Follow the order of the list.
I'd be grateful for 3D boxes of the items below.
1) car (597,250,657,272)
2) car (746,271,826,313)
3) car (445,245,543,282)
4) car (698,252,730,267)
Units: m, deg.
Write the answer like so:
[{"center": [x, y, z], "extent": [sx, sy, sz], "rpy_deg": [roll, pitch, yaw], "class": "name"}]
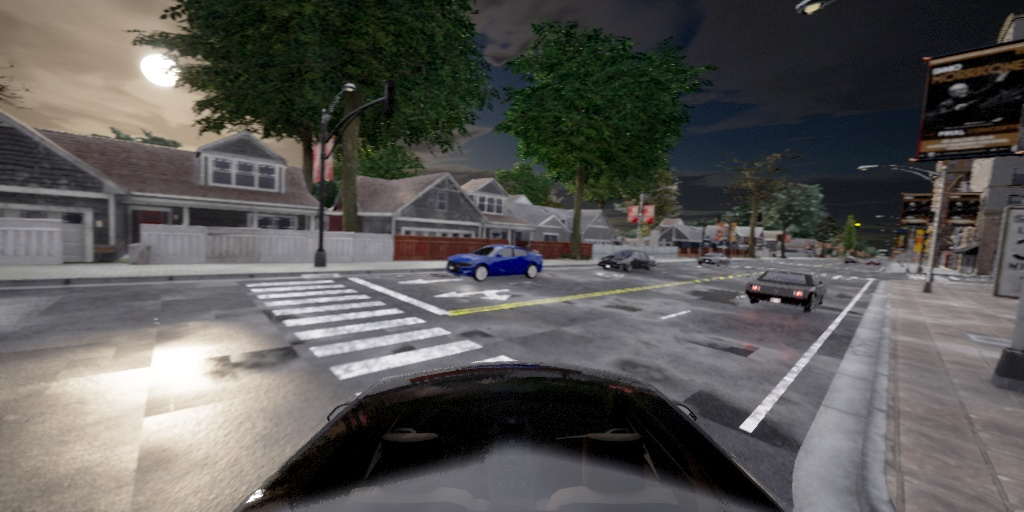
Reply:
[{"center": [8.163, 0.285, 24.944], "extent": [5.357, 1.411, 2.033], "rpy_deg": [0, 5, -43], "class": "car"}, {"center": [10.802, 1.250, 13.960], "extent": [4.718, 1.301, 1.895], "rpy_deg": [0, 5, -43], "class": "car"}, {"center": [-0.689, 0.221, 16.592], "extent": [5.008, 1.535, 1.882], "rpy_deg": [0, 5, -43], "class": "car"}, {"center": [20.611, 0.350, 36.558], "extent": [4.181, 1.385, 1.994], "rpy_deg": [0, 5, -43], "class": "car"}]
